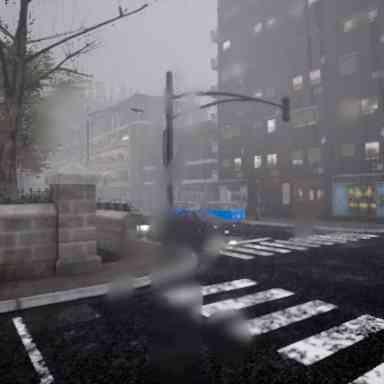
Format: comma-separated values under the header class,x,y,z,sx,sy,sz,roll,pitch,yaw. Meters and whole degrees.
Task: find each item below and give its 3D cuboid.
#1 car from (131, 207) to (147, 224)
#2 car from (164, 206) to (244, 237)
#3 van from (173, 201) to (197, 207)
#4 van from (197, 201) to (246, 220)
class,x,y,z,sx,sy,sz,roll,pitch,yaw
car,-5.503,1.975,28.007,1.994,1.385,4.181,0,-1,-37
car,0.319,1.797,20.007,2.033,1.411,5.357,0,-1,-36
van,-0.779,1.730,31.337,1.690,1.788,3.998,-1,0,-36
van,2.477,1.639,26.857,1.690,1.788,3.998,-1,0,-36
